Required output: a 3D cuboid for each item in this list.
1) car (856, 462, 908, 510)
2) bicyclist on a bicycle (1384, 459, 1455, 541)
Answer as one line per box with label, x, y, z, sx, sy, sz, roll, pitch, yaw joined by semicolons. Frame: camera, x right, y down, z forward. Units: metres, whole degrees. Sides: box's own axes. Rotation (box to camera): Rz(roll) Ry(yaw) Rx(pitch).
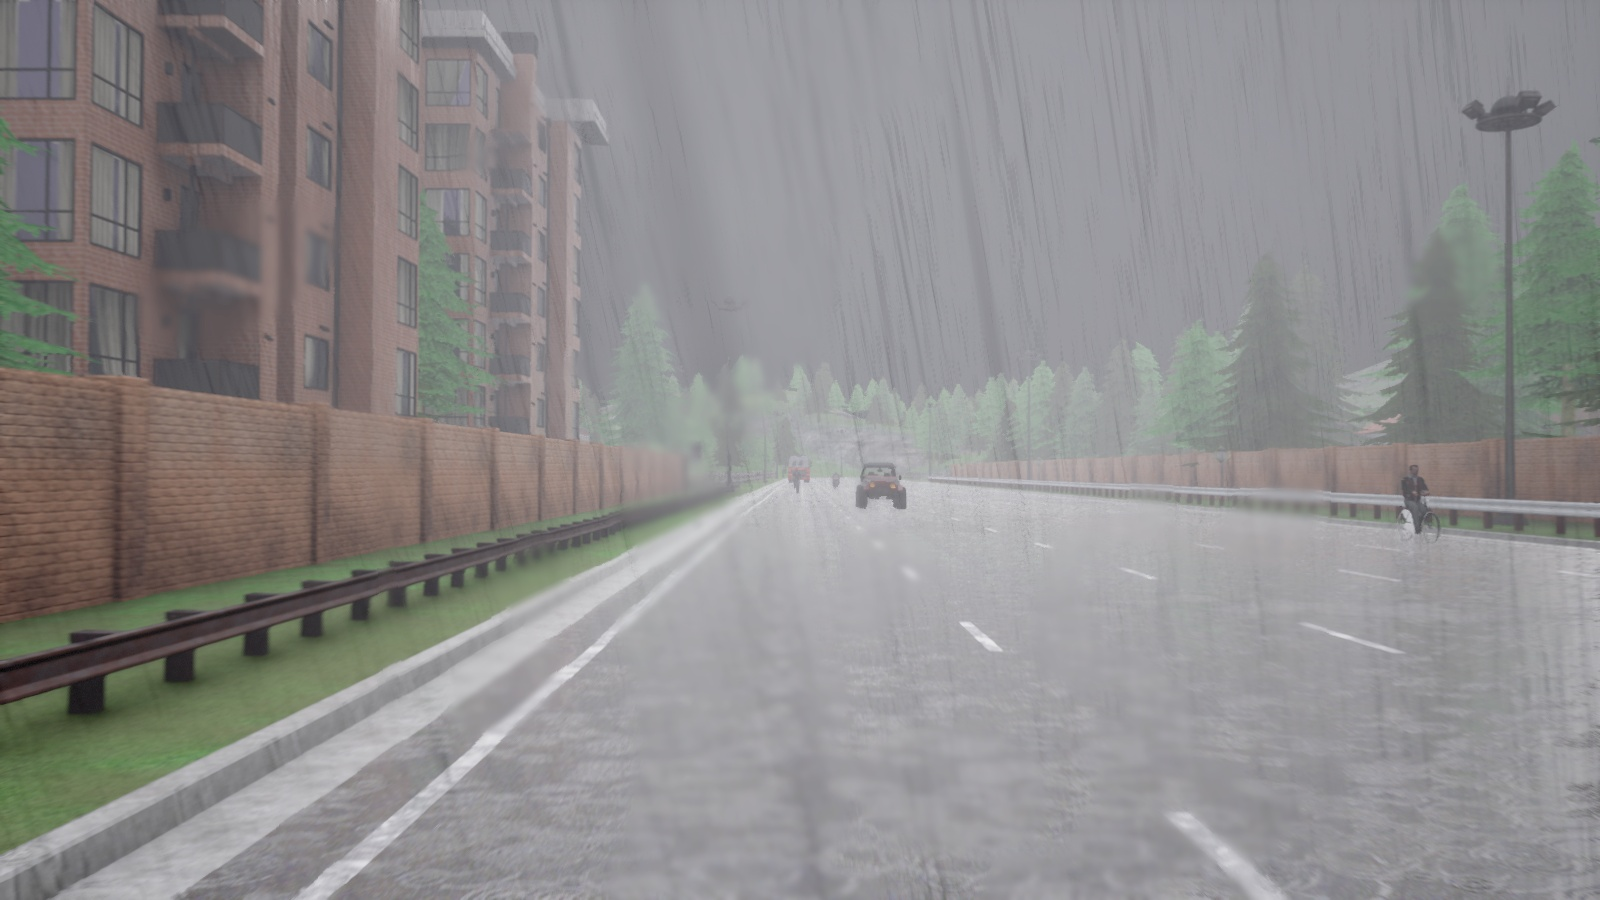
car;3.372;1.469;52.129;1.905;1.878;3.866;0;-1;0
bicyclist on a bicycle;13.930;1.102;28.295;0.659;1.776;1.843;0;-1;0
